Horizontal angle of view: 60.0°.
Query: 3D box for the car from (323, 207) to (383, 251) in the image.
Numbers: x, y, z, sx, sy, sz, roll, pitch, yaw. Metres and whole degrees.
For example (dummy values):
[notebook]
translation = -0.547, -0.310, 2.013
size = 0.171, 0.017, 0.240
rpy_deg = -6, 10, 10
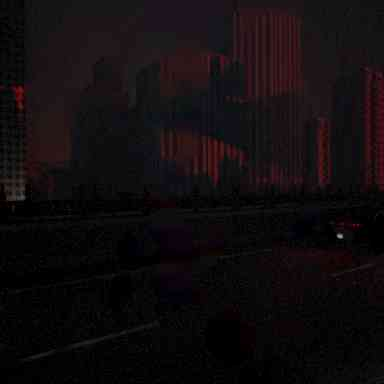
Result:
[car]
translation = 7.293, 1.341, 13.320
size = 4.902, 1.511, 2.128
rpy_deg = -1, 0, -35
